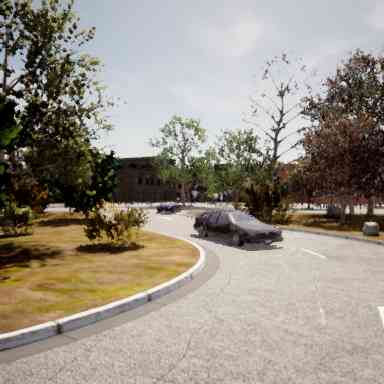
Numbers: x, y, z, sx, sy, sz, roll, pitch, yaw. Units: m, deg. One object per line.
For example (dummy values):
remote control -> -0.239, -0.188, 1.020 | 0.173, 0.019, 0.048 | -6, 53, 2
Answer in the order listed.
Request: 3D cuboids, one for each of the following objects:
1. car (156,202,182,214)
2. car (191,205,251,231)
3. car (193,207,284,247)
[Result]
car -> -2.552, 1.785, 38.908 | 1.895, 1.301, 4.718 | 1, 0, 13
car -> 1.843, 1.682, 22.649 | 1.994, 1.385, 4.181 | 1, -1, -30
car -> 1.917, 1.615, 15.775 | 2.033, 1.411, 5.357 | 1, 0, -27
